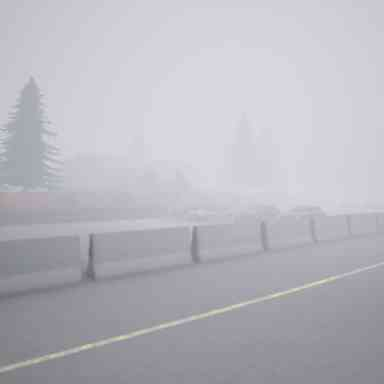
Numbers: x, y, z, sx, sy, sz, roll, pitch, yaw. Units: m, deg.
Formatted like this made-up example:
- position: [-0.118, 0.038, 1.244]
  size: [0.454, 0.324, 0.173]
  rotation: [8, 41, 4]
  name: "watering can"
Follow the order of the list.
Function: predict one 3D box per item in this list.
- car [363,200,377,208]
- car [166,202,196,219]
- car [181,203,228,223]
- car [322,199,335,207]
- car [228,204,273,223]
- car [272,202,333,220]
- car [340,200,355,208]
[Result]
- position: [31.272, 2.078, 58.363]
  size: [2.128, 1.511, 4.902]
  rotation: [0, 0, 32]
  name: "car"
- position: [-0.182, 1.740, 31.143]
  size: [4.902, 1.511, 2.128]
  rotation: [1, -1, -43]
  name: "car"
- position: [1.667, 1.831, 28.058]
  size: [4.718, 1.301, 1.895]
  rotation: [1, -1, -43]
  name: "car"
- position: [25.902, 2.074, 62.990]
  size: [2.128, 1.511, 4.902]
  rotation: [0, 0, 32]
  name: "car"
- position: [5.414, 1.739, 26.789]
  size: [4.892, 1.490, 1.837]
  rotation: [1, 0, -43]
  name: "car"
- position: [8.293, 1.732, 24.703]
  size: [4.892, 1.490, 1.837]
  rotation: [1, 0, -43]
  name: "car"
- position: [27.882, 2.132, 59.537]
  size: [1.994, 1.385, 4.181]
  rotation: [0, -1, 32]
  name: "car"
